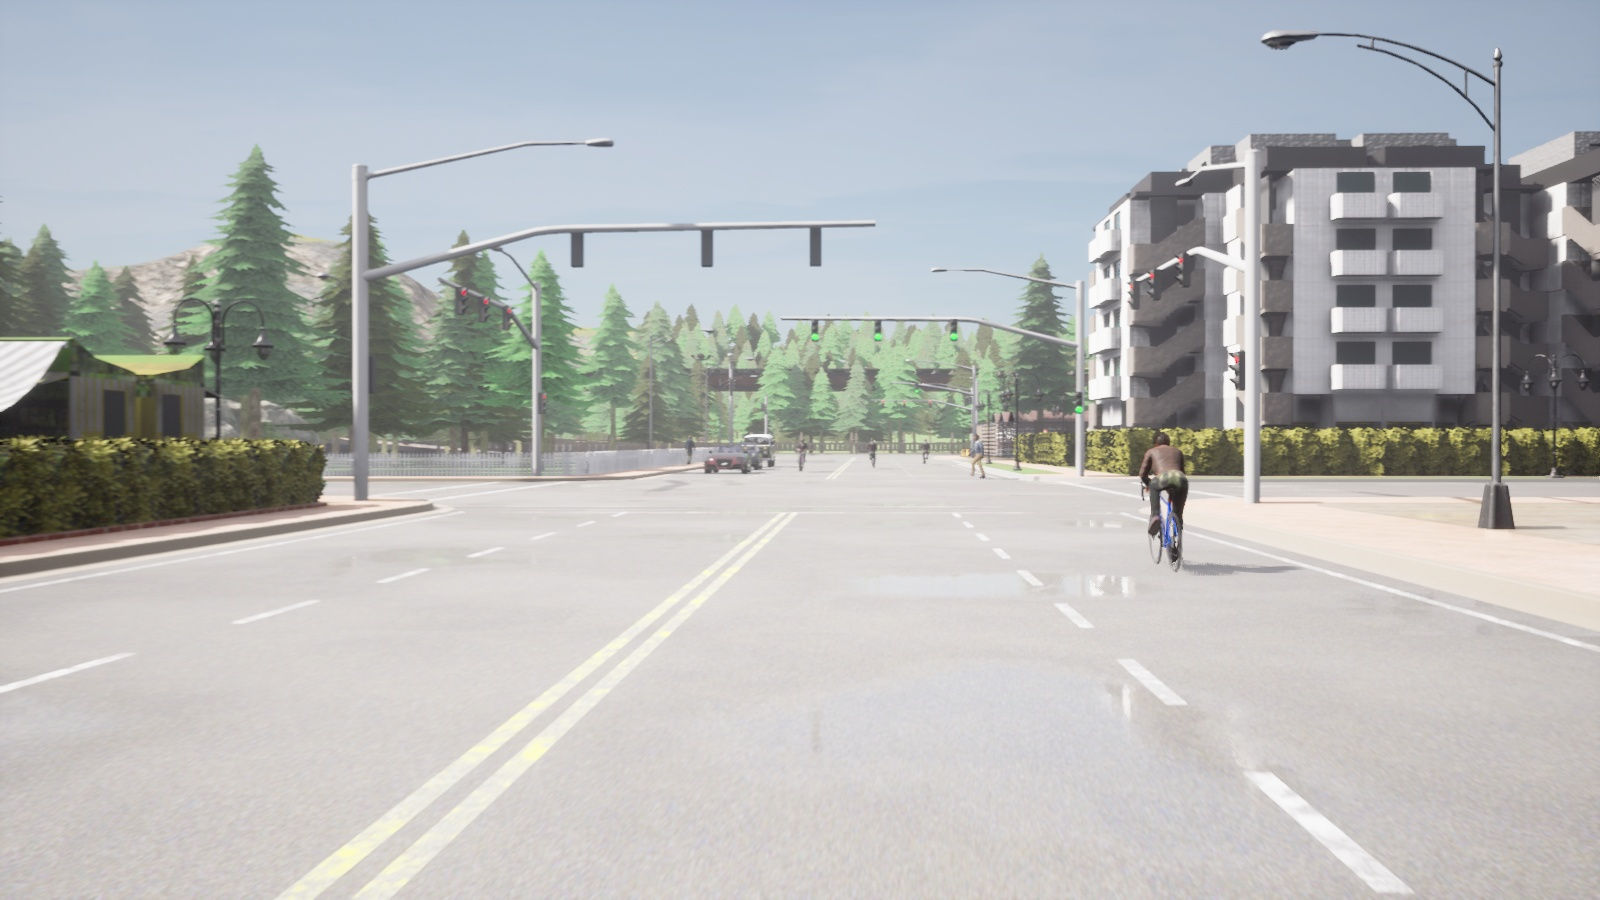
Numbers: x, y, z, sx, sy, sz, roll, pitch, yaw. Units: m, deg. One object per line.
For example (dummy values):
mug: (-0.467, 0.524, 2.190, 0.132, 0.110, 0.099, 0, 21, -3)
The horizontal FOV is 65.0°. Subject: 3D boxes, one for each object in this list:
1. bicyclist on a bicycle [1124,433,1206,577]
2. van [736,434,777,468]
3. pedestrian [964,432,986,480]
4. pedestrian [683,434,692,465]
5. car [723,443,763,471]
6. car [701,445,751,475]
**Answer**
bicyclist on a bicycle: (4.325, 0.620, 14.963, 0.582, 1.620, 1.656, 0, 0, 3)
van: (-2.658, 0.028, 77.547, 2.069, 2.038, 4.480, 0, 0, 3)
pedestrian: (7.137, 0.254, 51.225, 0.788, 1.949, 0.423, 0, 0, -5)
pedestrian: (-6.823, -0.035, 76.197, 0.402, 1.842, 0.726, 0, 0, 4)
car: (-3.122, 0.364, 69.329, 1.845, 1.501, 3.633, 0, 0, 3)
car: (-3.569, 0.459, 61.398, 1.994, 1.385, 4.181, 0, 0, 3)
